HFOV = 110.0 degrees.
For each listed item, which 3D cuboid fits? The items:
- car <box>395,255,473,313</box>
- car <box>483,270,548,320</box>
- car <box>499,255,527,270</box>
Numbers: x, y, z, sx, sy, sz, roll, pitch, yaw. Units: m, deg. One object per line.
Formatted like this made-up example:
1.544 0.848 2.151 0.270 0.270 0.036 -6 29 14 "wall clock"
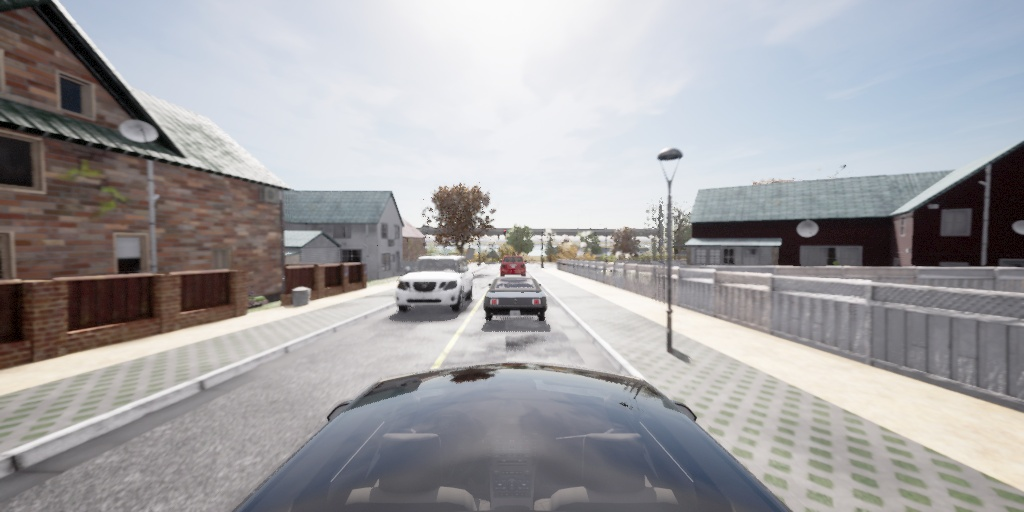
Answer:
-2.848 0.966 14.339 2.150 2.045 5.566 0 0 0 "car"
0.097 1.345 12.511 1.895 1.301 4.718 0 0 0 "car"
0.094 0.964 31.286 2.150 2.045 5.566 0 0 0 "car"
